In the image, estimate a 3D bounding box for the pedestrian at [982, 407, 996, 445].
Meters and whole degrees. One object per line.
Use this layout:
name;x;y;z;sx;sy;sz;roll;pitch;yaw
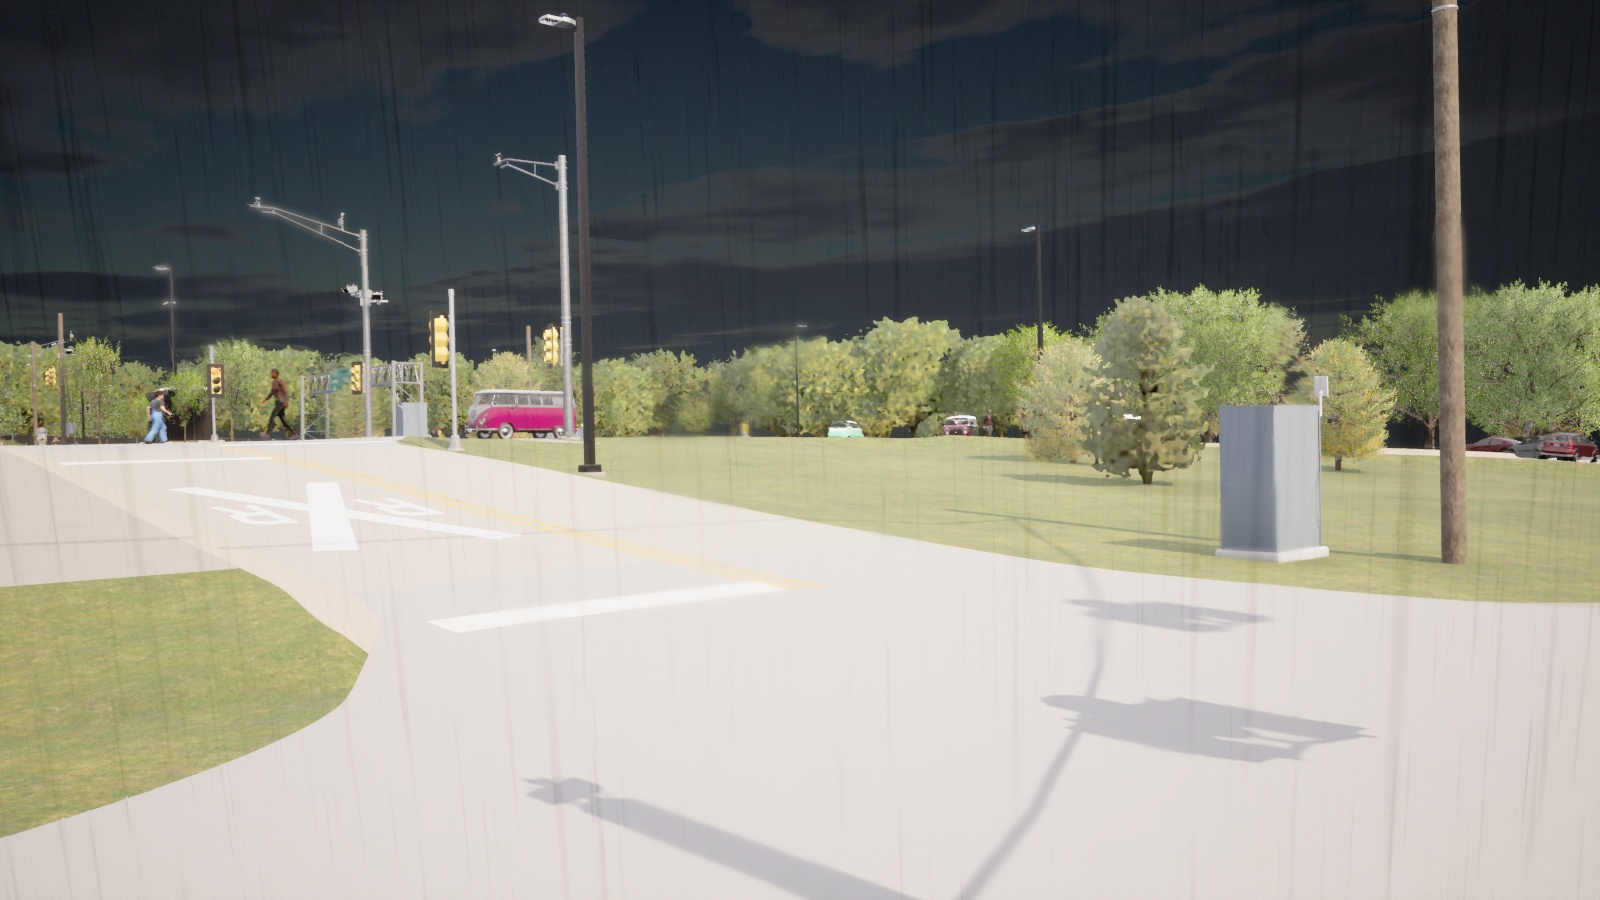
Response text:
pedestrian;9.337;-1.173;62.074;0.376;1.854;0.720;-2;1;-13

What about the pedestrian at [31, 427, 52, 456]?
pedestrian;-49.007;-0.571;81.116;0.900;1.855;0.874;-1;1;40

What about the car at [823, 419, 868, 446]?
car;2.548;-0.968;70.379;1.481;1.376;2.207;-2;-2;39

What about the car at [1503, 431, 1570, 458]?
car;47.388;-0.348;80.937;1.851;1.617;3.988;2;0;-1

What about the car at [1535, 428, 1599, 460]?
car;42.163;-0.304;68.775;3.705;1.549;1.789;1;4;-36

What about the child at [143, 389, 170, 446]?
child;-14.542;-0.734;28.370;0.270;1.263;0.437;-1;1;42

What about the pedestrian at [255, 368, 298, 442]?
pedestrian;-12.904;-1.113;30.984;0.869;1.805;0.328;-2;1;-41

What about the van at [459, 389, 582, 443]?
van;-10.934;-1.312;49.344;1.775;1.987;4.442;-1;0;44

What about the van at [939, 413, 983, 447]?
van;10.696;-1.300;83.083;2.069;2.038;4.480;-3;-1;17
